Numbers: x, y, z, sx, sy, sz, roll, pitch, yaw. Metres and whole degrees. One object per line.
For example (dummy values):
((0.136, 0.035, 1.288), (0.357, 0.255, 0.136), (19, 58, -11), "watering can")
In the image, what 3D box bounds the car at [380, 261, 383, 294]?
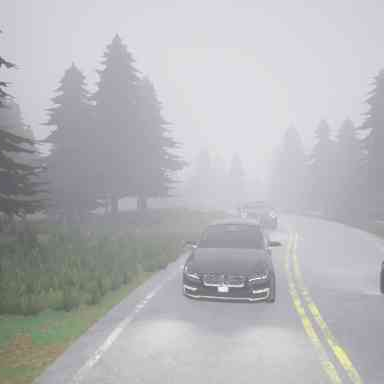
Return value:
((4.486, 1.309, 4.625), (2.097, 1.767, 4.553), (-1, 0, 8), "car")

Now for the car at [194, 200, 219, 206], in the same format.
((1.846, 1.799, 44.838), (1.812, 1.442, 4.674), (3, -5, -35), "car")

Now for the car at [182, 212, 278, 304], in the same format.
((1.077, 1.496, 8.390), (1.837, 1.490, 4.892), (-1, 0, 12), "car")

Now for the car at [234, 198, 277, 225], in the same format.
((3.843, 1.271, 20.347), (2.097, 1.767, 4.553), (-1, 0, 5), "car")

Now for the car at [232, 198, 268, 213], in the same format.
((6.145, 1.411, 35.720), (1.837, 1.490, 4.892), (2, -1, -16), "car")
